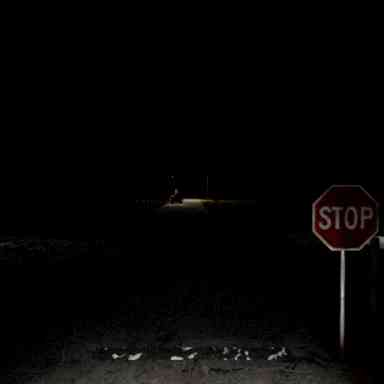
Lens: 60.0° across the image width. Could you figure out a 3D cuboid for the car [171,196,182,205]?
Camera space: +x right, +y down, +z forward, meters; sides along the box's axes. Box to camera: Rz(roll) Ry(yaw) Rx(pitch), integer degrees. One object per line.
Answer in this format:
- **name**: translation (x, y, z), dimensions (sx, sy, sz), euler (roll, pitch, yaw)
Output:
- **car**: translation (-2.709, 1.415, 57.977), dimensions (1.812, 1.442, 4.674), euler (0, 0, 0)
